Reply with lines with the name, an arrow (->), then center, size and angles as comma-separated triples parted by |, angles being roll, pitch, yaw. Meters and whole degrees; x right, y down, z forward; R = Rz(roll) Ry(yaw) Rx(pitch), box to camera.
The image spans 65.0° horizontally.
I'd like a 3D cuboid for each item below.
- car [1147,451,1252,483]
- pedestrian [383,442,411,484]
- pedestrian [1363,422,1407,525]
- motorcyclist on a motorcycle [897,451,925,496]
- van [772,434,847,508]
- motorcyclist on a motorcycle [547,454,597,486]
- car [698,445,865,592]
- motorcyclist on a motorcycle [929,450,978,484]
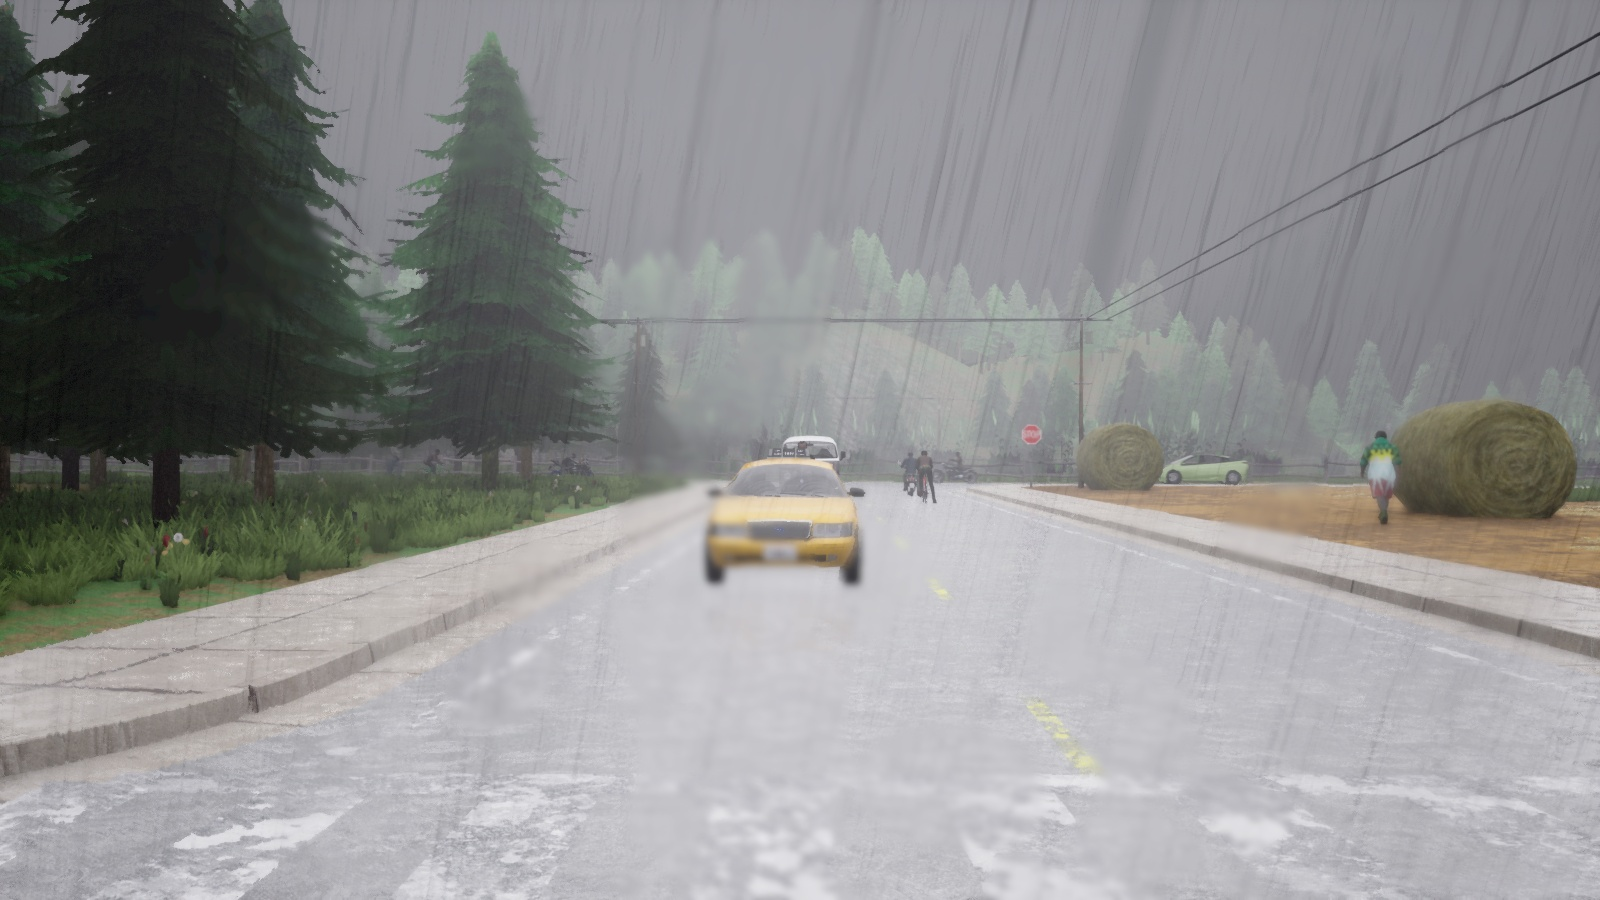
car -> 19.461, 0.833, 61.297 | 4.514, 1.525, 2.007 | 0, 0, 4
pedestrian -> -17.949, 0.559, 55.934 | 0.900, 1.855, 0.874 | 0, 0, 12
pedestrian -> 11.360, 0.450, 24.406 | 0.659, 1.952, 0.873 | 0, 0, 18
motorcyclist on a motorcycle -> 3.976, 0.839, 45.143 | 0.866, 1.590, 1.817 | 0, 0, 1
van -> 0.300, 0.588, 36.932 | 2.069, 2.038, 4.480 | 0, 0, 1
motorcyclist on a motorcycle -> -10.862, 0.940, 59.913 | 2.191, 1.530, 0.866 | 0, 0, 4
car -> -0.144, 0.744, 16.164 | 1.801, 1.575, 5.366 | 0, 0, 1
motorcyclist on a motorcycle -> 7.576, 0.850, 62.130 | 2.350, 1.649, 0.766 | 0, 0, 4
